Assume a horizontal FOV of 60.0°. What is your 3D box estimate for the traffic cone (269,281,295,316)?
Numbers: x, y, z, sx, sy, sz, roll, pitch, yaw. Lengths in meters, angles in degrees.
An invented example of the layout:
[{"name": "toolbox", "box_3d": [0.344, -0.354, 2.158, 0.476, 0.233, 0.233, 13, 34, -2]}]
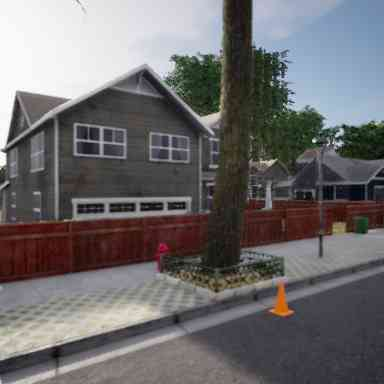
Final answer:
[{"name": "traffic cone", "box_3d": [1.703, 1.980, 6.311, 0.340, 0.580, 0.340, 0, 0, -37]}]
